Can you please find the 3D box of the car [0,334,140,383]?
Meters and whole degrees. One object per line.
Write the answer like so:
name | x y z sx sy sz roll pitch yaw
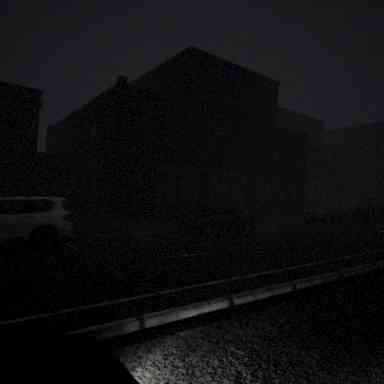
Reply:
car | -2.739 1.531 1.490 5.357 1.411 2.033 1 0 -35

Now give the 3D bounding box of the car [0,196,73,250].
car | -7.451 1.182 12.619 5.566 2.045 2.435 1 0 -36

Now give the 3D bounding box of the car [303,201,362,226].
car | 10.507 1.685 25.551 4.892 1.521 2.231 1 0 -36

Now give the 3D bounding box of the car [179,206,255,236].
car | 1.507 1.588 19.076 4.792 1.488 2.163 1 0 -36

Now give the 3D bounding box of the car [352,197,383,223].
car | 14.965 1.495 28.761 5.566 2.045 2.435 1 0 -36
